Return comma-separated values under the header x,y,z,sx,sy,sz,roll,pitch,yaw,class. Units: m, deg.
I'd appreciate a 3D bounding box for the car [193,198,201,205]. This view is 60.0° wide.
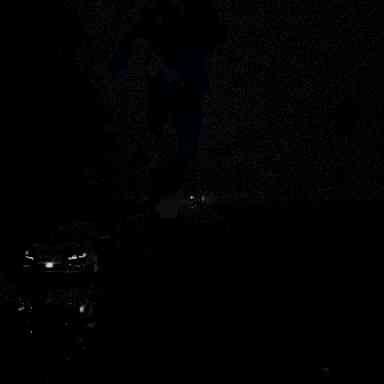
x,y,z,sx,sy,sz,roll,pitch,yaw,class
1.053,2.108,72.486,1.812,1.442,4.674,0,0,0,car

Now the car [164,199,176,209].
x,y,z,sx,sy,sz,roll,pitch,yaw,class
-3.553,1.948,54.123,2.128,1.511,4.902,0,0,0,car

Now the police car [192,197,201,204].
x,y,z,sx,sy,sz,roll,pitch,yaw,class
1.053,2.046,78.602,1.930,1.638,5.238,0,0,0,police car

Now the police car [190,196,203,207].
x,y,z,sx,sy,sz,roll,pitch,yaw,class
1.052,1.941,62.590,1.930,1.638,5.238,0,0,0,police car

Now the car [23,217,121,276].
x,y,z,sx,sy,sz,roll,pitch,yaw,class
-3.598,1.625,10.824,1.837,1.490,4.892,0,-1,0,car
